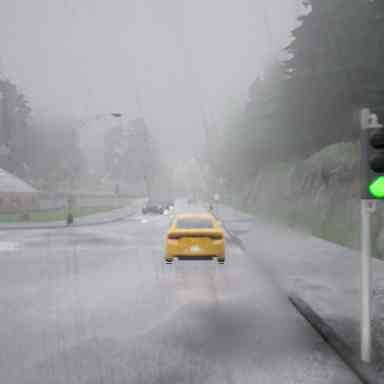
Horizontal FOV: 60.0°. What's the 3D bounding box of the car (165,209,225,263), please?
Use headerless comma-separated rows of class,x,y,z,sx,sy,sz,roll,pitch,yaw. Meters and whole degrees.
car,0.100,1.522,12.177,1.882,1.535,5.008,0,0,0

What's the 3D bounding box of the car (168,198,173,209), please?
car,-4.072,1.730,45.354,1.994,1.385,4.181,0,0,0

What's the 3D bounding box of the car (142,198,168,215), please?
car,-4.091,1.484,36.036,2.097,1.767,4.553,0,0,0

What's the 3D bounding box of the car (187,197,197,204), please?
car,0.009,1.798,70.889,2.033,1.411,5.357,0,0,0
